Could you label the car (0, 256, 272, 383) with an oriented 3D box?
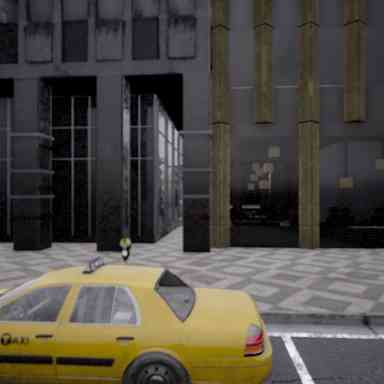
[{"bbox_3d":[-1.501,1.540,4.231,4.829,1.417,1.752,0,0,4],"label":"car"}]
